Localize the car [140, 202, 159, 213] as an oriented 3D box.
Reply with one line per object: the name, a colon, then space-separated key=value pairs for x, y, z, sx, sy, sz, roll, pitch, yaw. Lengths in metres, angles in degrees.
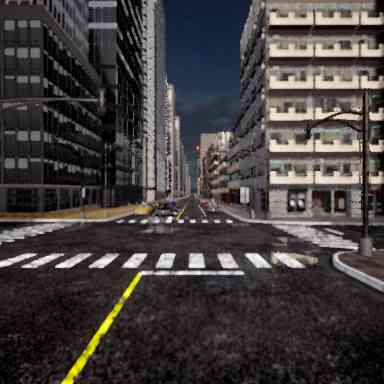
car: x=-5.642 y=2.091 z=44.800 sx=1.947 sy=1.339 sz=4.313 roll=-1 pitch=-1 yaw=0

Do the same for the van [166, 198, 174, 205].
van: x=-5.591 y=2.332 z=84.382 sx=1.690 sy=1.788 sz=3.998 roll=-1 pitch=-1 yaw=0

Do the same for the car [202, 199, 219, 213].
car: x=2.738 y=2.076 z=44.789 sx=2.008 sy=1.369 sz=4.403 roll=-1 pitch=-1 yaw=0

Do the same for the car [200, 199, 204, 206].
car: x=2.783 y=2.365 z=78.715 sx=1.967 sy=1.590 sz=4.097 roll=-1 pitch=-1 yaw=0

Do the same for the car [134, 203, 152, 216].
car: x=-5.650 y=1.982 z=38.976 sx=1.752 sy=1.417 sz=4.829 roll=-1 pitch=-1 yaw=0

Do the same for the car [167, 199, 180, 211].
car: x=-3.024 y=2.079 z=47.260 sx=1.812 sy=1.442 sz=4.674 roll=0 pitch=-1 yaw=0

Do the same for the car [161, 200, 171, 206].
car: x=-5.603 y=2.402 z=73.071 sx=1.887 sy=1.381 sz=4.507 roll=-1 pitch=-1 yaw=0

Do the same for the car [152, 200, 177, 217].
car: x=-3.040 y=1.944 z=37.514 sx=1.837 sy=1.490 sz=4.892 roll=0 pitch=-1 yaw=0

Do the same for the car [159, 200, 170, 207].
car: x=-5.610 y=2.373 z=67.416 sx=1.802 sy=1.307 sz=4.206 roll=-1 pitch=-1 yaw=0
